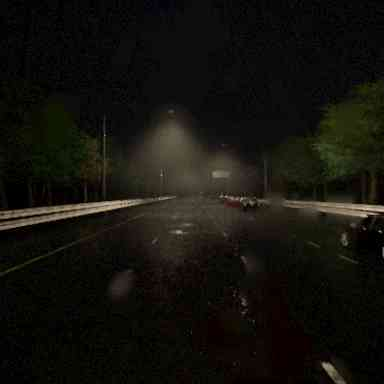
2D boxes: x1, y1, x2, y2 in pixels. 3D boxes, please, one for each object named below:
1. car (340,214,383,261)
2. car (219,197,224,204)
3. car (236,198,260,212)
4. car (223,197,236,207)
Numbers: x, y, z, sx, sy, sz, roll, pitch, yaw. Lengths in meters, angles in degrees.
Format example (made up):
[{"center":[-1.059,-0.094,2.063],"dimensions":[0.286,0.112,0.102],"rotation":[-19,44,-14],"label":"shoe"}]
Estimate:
[{"center":[7.004,1.525,11.790],"dimensions":[1.837,1.490,4.892],"rotation":[0,0,0],"label":"car"},{"center":[7.294,1.937,75.630],"dimensions":[1.812,1.442,4.674],"rotation":[0,0,0],"label":"car"},{"center":[7.083,1.534,41.355],"dimensions":[2.097,1.767,4.553],"rotation":[0,0,0],"label":"car"},{"center":[7.176,1.865,58.915],"dimensions":[1.994,1.385,4.181],"rotation":[0,0,0],"label":"car"}]
